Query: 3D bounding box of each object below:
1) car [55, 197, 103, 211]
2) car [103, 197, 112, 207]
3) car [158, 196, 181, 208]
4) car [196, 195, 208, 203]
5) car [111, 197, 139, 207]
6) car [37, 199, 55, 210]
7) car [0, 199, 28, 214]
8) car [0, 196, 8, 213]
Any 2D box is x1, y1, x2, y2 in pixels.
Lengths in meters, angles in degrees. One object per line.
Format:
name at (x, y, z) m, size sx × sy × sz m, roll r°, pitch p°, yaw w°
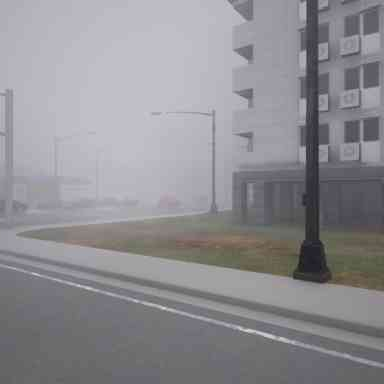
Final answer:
car at (-14.045, 1.491, 41.572) m, size 2.128 × 1.511 × 4.902 m, roll 0°, pitch 0°, yaw 30°
car at (-13.337, 1.478, 51.662) m, size 1.882 × 1.535 × 5.008 m, roll 0°, pitch 0°, yaw 16°
car at (-3.231, 1.352, 48.376) m, size 2.097 × 1.767 × 4.553 m, roll 0°, pitch 0°, yaw 18°
car at (2.049, 1.353, 69.977) m, size 2.097 × 1.767 × 4.553 m, roll 0°, pitch 0°, yaw -8°
car at (-9.911, 1.601, 50.860) m, size 1.895 × 1.301 × 4.718 m, roll 0°, pitch 0°, yaw 16°
car at (-17.560, 1.564, 42.491) m, size 1.994 × 1.385 × 4.181 m, roll 0°, pitch 0°, yaw 31°
car at (-19.348, 1.478, 33.714) m, size 1.882 × 1.535 × 5.008 m, roll 0°, pitch 0°, yaw 36°
car at (-22.469, 1.352, 35.377) m, size 2.097 × 1.767 × 4.553 m, roll 0°, pitch 0°, yaw 36°
